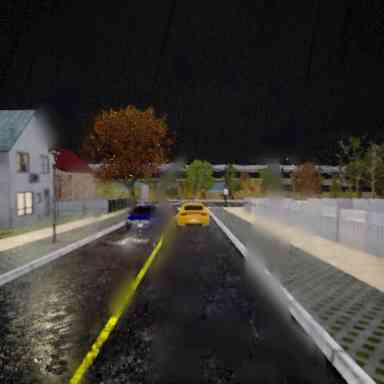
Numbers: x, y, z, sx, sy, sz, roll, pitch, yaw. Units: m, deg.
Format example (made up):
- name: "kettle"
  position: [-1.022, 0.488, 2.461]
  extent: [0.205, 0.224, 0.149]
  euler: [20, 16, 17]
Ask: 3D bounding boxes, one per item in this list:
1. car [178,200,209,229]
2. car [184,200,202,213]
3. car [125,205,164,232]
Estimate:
- name: "car"
  position: [0.094, 1.467, 21.590]
  extent: [1.882, 1.535, 5.008]
  euler: [0, 0, 0]
- name: "car"
  position: [0.088, 1.599, 37.435]
  extent: [1.895, 1.301, 4.718]
  euler: [0, 0, 0]
- name: "car"
  position: [-2.757, 1.536, 20.118]
  extent: [1.812, 1.442, 4.674]
  euler: [0, 0, 0]
